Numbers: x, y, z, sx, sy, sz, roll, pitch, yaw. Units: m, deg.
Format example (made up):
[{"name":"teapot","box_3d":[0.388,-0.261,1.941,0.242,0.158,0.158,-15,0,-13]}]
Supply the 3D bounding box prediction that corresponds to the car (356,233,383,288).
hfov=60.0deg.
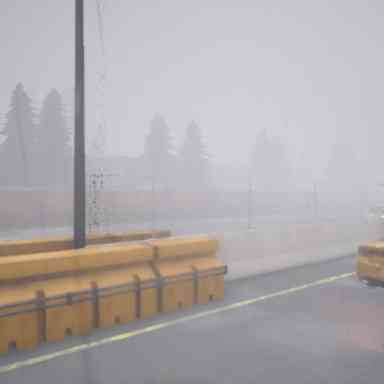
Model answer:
[{"name":"car","box_3d":[6.054,1.508,8.229,5.008,1.535,1.882,0,0,-36]}]
